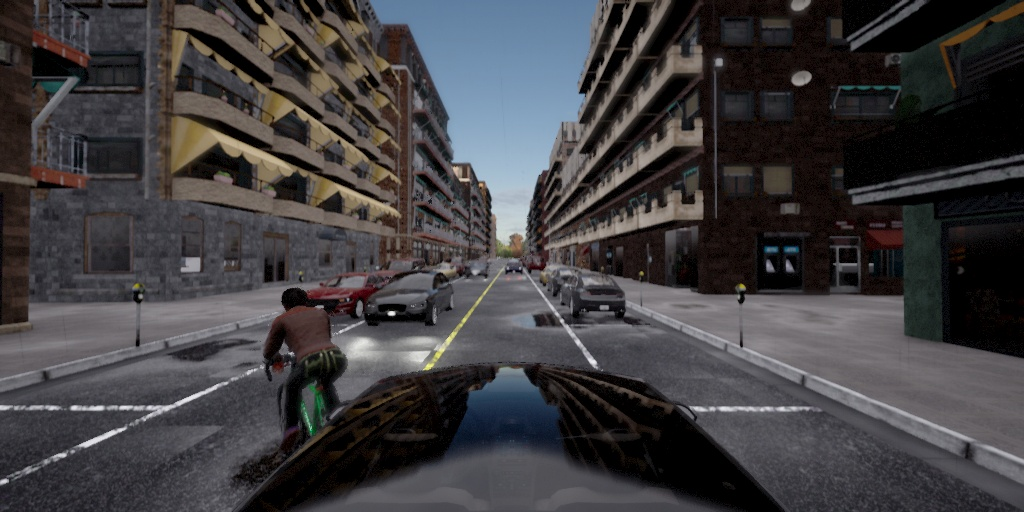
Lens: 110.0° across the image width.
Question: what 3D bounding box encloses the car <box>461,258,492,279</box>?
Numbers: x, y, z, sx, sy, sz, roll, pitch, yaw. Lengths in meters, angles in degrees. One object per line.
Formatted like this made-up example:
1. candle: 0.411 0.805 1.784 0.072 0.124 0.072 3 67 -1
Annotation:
1. car: -3.010 1.192 32.038 2.128 1.511 4.902 0 0 0

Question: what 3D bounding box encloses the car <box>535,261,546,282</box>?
1. car: 2.758 1.239 24.065 1.751 1.417 4.829 0 0 0

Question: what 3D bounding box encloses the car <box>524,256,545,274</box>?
1. car: 2.808 1.005 40.599 2.192 1.841 5.009 0 0 0

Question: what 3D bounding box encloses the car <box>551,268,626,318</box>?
1. car: 2.724 1.282 12.760 2.007 1.370 4.403 0 0 0

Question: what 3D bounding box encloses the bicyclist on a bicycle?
1. bicyclist on a bicycle: -1.809 1.115 3.152 1.656 1.620 0.582 0 4 40

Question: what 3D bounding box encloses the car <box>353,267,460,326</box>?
1. car: -3.067 1.239 11.591 1.837 1.490 4.892 0 0 0

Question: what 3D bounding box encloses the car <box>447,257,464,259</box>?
1. car: -5.590 1.010 35.089 2.192 1.841 5.009 0 0 0

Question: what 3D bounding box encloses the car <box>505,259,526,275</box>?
1. car: 0.212 1.293 38.378 1.895 1.301 4.718 0 0 0

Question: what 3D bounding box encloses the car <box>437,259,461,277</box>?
1. car: -5.607 1.229 29.351 1.751 1.417 4.829 0 0 0

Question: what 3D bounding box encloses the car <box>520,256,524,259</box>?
1. car: 0.240 1.156 48.533 1.882 1.535 5.008 0 0 0

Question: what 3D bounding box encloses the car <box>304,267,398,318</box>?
1. car: -5.656 1.275 12.818 1.888 1.381 4.507 0 0 0

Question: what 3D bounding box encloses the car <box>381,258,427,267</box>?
1. car: -5.640 1.035 18.386 2.192 1.841 5.009 0 0 0

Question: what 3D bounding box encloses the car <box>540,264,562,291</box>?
1. car: 2.741 1.273 18.327 2.007 1.370 4.403 0 0 0
